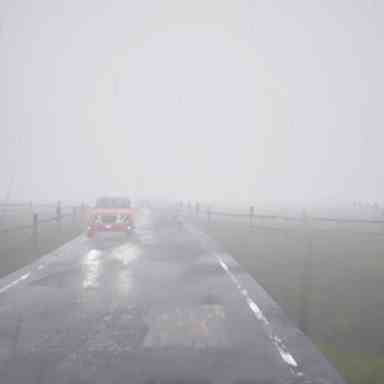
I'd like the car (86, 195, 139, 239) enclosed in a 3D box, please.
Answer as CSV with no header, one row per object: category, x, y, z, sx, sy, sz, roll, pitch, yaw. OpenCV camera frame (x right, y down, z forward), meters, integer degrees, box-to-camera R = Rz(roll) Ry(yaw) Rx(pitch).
car,-4.169,1.212,17.912,2.150,2.045,5.566,0,0,-8

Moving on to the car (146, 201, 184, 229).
car,-1.678,1.526,21.369,2.033,1.411,5.357,0,0,-9

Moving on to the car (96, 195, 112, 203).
car,-15.387,1.157,57.852,1.895,1.301,4.718,0,0,-24

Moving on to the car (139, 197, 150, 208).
car,-6.071,1.432,40.640,1.837,1.490,4.892,0,0,-16
